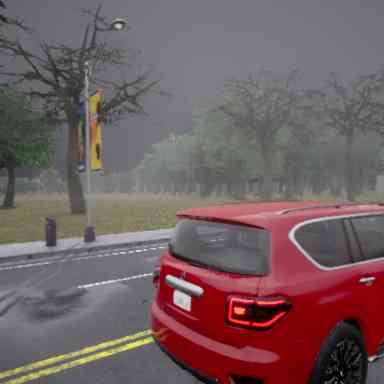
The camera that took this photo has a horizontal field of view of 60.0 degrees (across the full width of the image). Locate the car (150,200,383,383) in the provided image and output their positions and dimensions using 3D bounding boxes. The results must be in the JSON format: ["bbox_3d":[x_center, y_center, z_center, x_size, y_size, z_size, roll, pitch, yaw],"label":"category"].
[{"bbox_3d":[2.083,1.139,4.916,5.566,2.045,2.150,-1,1,-35],"label":"car"}]
